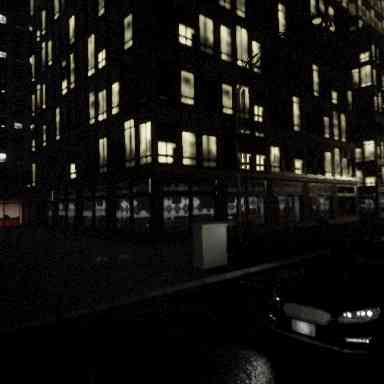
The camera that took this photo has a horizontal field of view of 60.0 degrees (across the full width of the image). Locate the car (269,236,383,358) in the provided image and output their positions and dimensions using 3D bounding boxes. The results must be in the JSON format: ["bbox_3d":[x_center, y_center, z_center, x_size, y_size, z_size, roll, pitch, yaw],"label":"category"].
[{"bbox_3d":[3.395,1.654,6.310,4.902,1.511,2.128,0,-3,-41],"label":"car"}]
